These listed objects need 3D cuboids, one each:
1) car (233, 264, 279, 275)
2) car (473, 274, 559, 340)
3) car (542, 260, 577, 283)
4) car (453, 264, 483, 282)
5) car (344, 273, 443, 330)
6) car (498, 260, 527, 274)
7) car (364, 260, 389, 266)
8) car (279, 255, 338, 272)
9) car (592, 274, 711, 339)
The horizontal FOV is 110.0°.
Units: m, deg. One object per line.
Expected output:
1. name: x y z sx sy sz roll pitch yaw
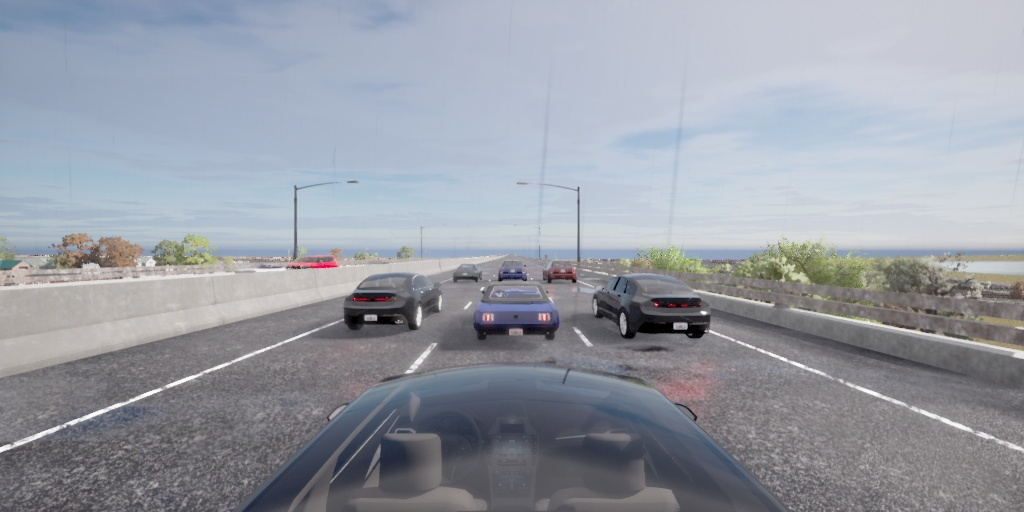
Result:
1. car: -21.139 1.337 30.496 1.895 1.301 4.718 0 0 0
2. car: 0.089 1.347 9.911 1.895 1.301 4.718 0 0 0
3. car: 3.569 1.090 27.544 2.097 1.767 4.553 0 0 -1
4. car: -3.437 1.301 28.366 1.994 1.385 4.181 0 0 0
5. car: -3.413 1.250 11.087 1.837 1.490 4.892 0 0 0
6. car: 0.062 1.090 27.539 2.097 1.767 4.553 0 0 0
7. car: -14.145 1.210 37.349 1.882 1.535 5.008 0 0 0
8. car: -17.641 0.957 31.876 2.150 2.045 5.566 0 0 0
9. car: 3.588 1.251 10.067 1.837 1.490 4.892 0 0 0
